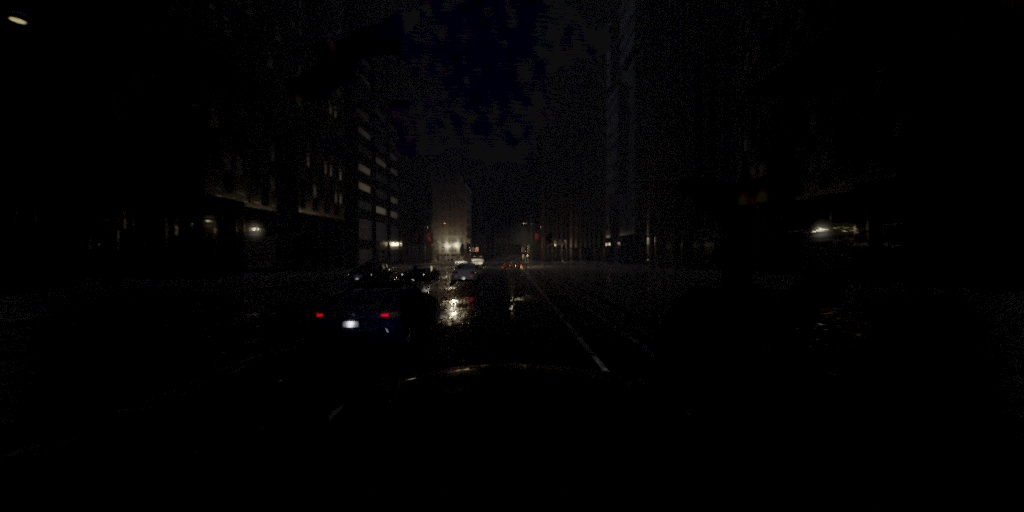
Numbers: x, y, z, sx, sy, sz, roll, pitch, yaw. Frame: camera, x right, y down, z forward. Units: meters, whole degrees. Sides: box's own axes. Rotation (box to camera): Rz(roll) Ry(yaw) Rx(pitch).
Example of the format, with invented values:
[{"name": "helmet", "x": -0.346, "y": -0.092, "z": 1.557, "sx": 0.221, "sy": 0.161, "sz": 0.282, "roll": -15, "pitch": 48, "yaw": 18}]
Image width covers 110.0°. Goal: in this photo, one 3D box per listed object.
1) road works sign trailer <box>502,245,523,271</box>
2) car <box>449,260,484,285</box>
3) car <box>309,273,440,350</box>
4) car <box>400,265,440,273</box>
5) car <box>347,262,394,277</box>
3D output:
[{"name": "road works sign trailer", "x": 0.009, "y": 0.172, "z": 48.977, "sx": 2.380, "sy": 3.560, "sz": 2.880, "roll": 0, "pitch": 0, "yaw": 1}, {"name": "car", "x": -3.149, "y": 1.227, "z": 25.628, "sx": 1.812, "sy": 1.442, "sz": 4.674, "roll": 0, "pitch": 0, "yaw": 0}, {"name": "car", "x": -3.150, "y": 1.292, "z": 9.001, "sx": 1.994, "sy": 1.385, "sz": 4.181, "roll": 0, "pitch": 0, "yaw": 0}, {"name": "car", "x": -6.596, "y": 1.301, "z": 26.026, "sx": 1.895, "sy": 1.301, "sz": 4.718, "roll": 0, "pitch": 0, "yaw": 0}, {"name": "car", "x": -9.846, "y": 1.192, "z": 25.246, "sx": 2.128, "sy": 1.511, "sz": 4.902, "roll": 0, "pitch": 0, "yaw": 0}]
